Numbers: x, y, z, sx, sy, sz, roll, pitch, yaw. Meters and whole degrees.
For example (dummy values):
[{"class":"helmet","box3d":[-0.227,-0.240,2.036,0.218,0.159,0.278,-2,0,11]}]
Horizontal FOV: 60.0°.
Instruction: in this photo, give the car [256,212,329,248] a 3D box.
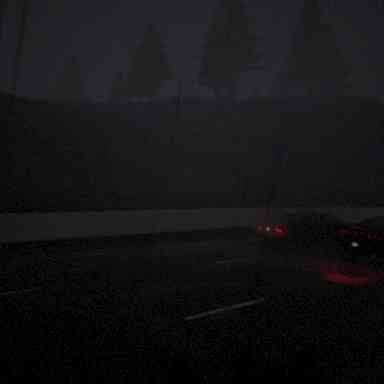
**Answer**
[{"class":"car","box3d":[5.512,1.632,15.016,5.357,1.411,2.033,0,0,-23]}]

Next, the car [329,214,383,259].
[{"class":"car","box3d":[7.533,1.560,11.737,5.008,1.535,1.882,0,0,-24]}]
